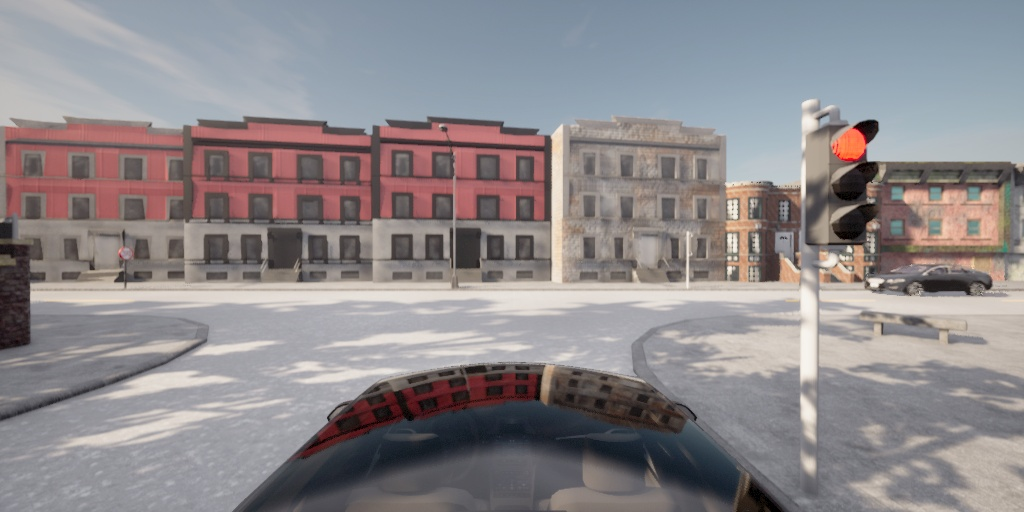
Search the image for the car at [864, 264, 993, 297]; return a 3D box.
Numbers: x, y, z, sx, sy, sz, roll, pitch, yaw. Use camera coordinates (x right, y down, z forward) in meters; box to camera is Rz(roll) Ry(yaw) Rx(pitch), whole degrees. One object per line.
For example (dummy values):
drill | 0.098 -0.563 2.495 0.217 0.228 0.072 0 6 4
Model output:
car | 20.015 1.132 17.364 4.902 1.511 2.128 0 0 0
